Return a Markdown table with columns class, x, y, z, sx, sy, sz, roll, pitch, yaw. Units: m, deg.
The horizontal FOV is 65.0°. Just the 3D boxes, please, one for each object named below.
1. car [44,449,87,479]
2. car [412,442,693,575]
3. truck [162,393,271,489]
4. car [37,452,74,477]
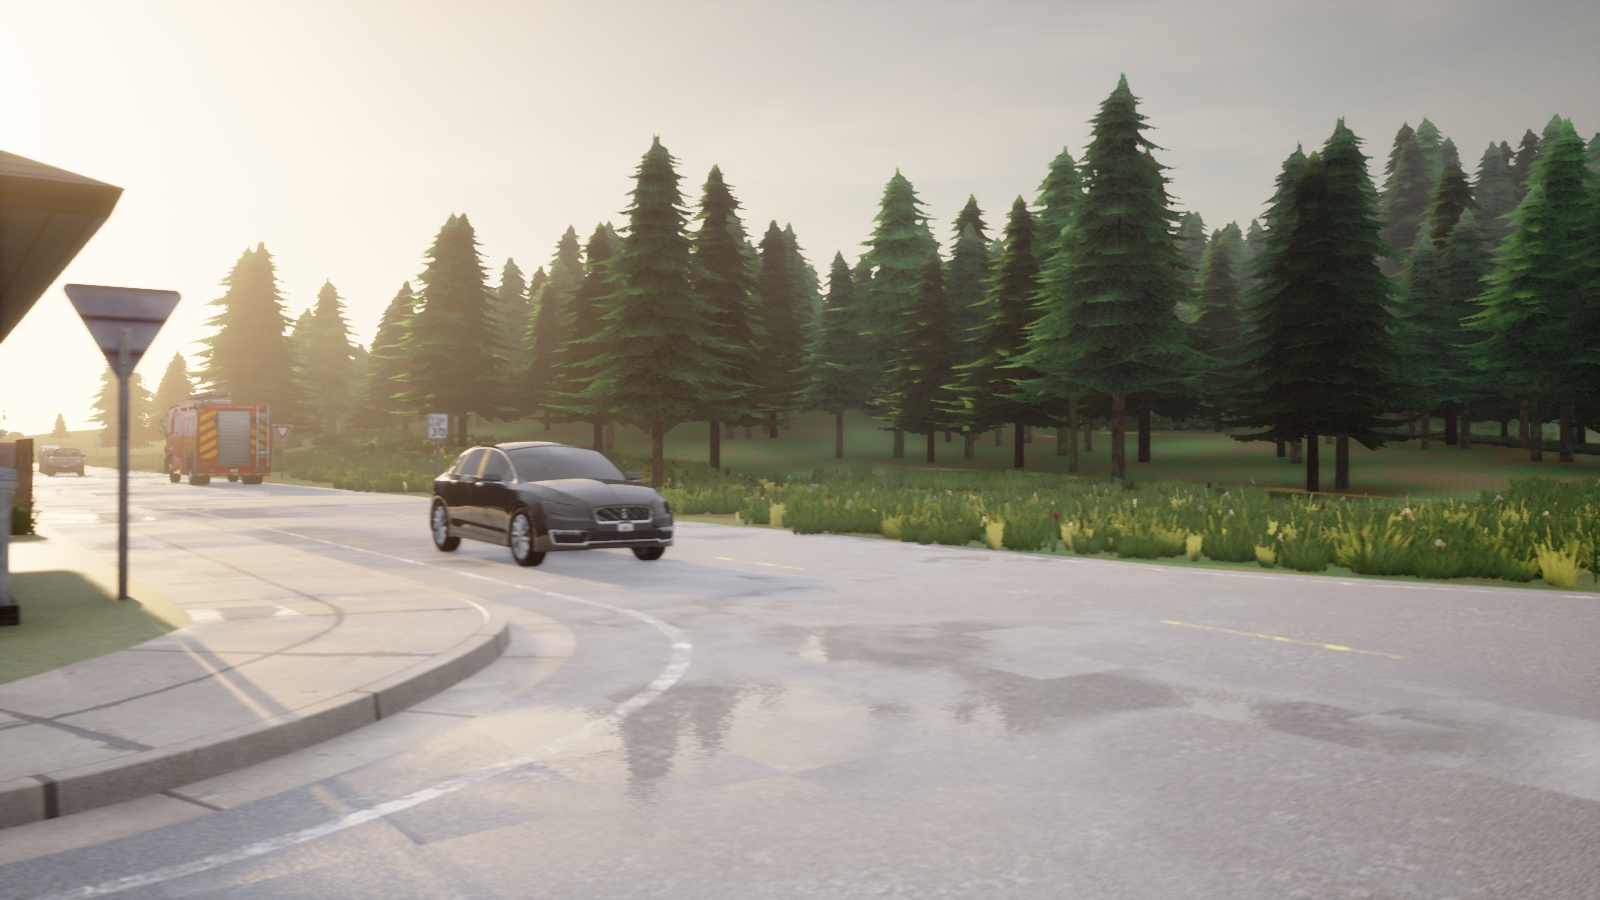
| class | x | y | z | sx | sy | sz | roll | pitch | yaw |
| --- | --- | --- | --- | --- | --- | --- | --- | --- | --- |
| car | -41.070 | 0.773 | 70.278 | 1.851 | 1.617 | 3.988 | 0 | 0 | -27 |
| car | -3.439 | 0.668 | 16.622 | 1.837 | 1.490 | 4.892 | 0 | 0 | -35 |
| truck | -25.428 | -0.355 | 54.454 | 2.891 | 3.827 | 8.468 | 0 | 0 | -35 |
| car | -47.521 | 0.894 | 80.152 | 1.789 | 1.549 | 3.705 | 0 | -1 | -35 |
